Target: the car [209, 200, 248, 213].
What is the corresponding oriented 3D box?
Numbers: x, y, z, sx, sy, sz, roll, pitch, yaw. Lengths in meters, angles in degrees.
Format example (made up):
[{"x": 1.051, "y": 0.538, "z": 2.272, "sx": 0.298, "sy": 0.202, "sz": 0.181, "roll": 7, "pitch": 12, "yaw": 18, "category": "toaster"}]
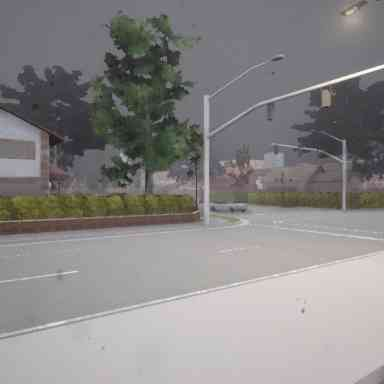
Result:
[{"x": 3.869, "y": 1.510, "z": 36.329, "sx": 1.895, "sy": 1.301, "sz": 4.718, "roll": 0, "pitch": 0, "yaw": -36, "category": "car"}]
